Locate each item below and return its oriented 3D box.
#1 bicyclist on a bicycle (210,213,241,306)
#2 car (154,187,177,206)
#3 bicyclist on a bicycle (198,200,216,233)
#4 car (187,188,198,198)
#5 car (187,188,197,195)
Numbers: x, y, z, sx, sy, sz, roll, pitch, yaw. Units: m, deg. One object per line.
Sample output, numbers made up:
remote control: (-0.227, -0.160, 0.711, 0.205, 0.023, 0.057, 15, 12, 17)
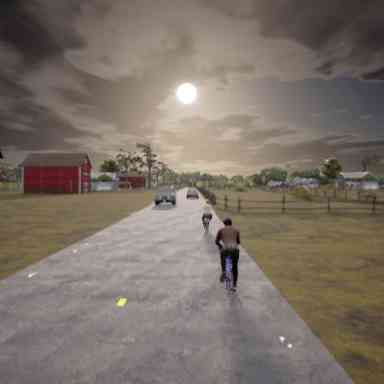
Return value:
bicyclist on a bicycle: (0.756, 1.361, 6.864, 0.582, 1.620, 1.656, 0, 1, 0)
car: (-2.851, 0.444, 36.989, 2.150, 2.045, 5.566, 0, 2, 0)
bicyclist on a bicycle: (0.751, 1.176, 16.393, 0.866, 1.612, 1.509, 0, 0, 0)
car: (0.093, 0.268, 56.801, 1.994, 1.385, 4.181, 0, 2, 0)
car: (-0.008, -0.188, 73.876, 2.033, 1.411, 5.357, 0, 1, 0)
